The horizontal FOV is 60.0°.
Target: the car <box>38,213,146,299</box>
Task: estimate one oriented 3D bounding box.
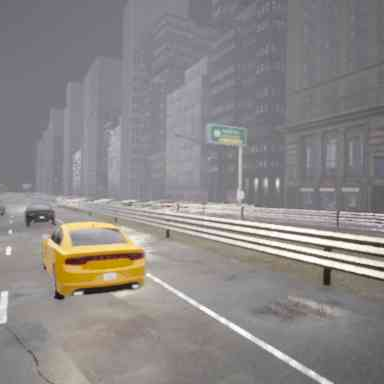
[{"bbox_3d":[-2.798,1.534,8.807,1.882,1.535,5.008,1,-1,-28],"label":"car"}]

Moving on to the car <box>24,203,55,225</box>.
[{"bbox_3d":[-11.493,1.601,25.074,1.882,1.535,5.008,1,-1,-28],"label":"car"}]

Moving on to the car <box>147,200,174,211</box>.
[{"bbox_3d":[-4.849,1.950,50.191,4.553,1.767,2.097,0,0,44],"label":"car"}]

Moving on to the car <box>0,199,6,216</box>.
[{"bbox_3d":[-20.043,1.470,33.646,2.097,1.767,4.553,1,-1,-28],"label":"car"}]
